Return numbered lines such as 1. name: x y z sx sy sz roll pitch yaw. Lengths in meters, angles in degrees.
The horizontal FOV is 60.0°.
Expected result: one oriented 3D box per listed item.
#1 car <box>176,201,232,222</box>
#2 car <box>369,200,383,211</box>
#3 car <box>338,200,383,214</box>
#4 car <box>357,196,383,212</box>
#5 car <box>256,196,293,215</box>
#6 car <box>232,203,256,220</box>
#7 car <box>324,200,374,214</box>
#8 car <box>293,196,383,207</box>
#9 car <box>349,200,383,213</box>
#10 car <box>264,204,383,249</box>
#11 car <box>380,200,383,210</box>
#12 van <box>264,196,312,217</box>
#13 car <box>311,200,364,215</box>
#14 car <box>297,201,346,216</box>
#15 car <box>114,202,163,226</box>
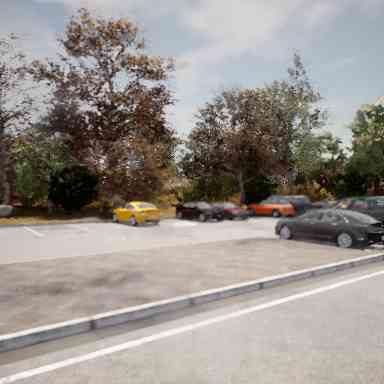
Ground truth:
1. car: 0.588 1.515 26.930 2.097 1.535 5.008 0 0 -35
2. car: 27.784 1.879 46.348 2.097 1.535 5.008 1 -1 -36
3. car: 21.004 1.806 41.468 2.163 1.488 4.792 1 0 -36
4. car: 25.534 1.591 44.710 2.435 2.045 5.566 1 0 -36
5. car: 7.413 1.462 31.752 2.185 1.767 4.553 1 0 -36
6. car: 2.859 1.577 28.545 2.002 1.452 4.674 1 0 -35
7. car: 18.725 1.744 39.867 2.097 1.535 5.008 1 0 -36
8. car: 8.162 1.265 16.295 2.435 2.045 5.566 1 0 -35
9. car: 23.235 1.838 43.135 2.163 1.488 4.792 1 0 -36
10. car: 5.900 1.500 14.641 2.231 1.521 4.892 0 0 -35
11. car: 29.946 1.954 47.898 2.002 1.452 4.674 1 -1 -36
12. van: 9.591 1.390 33.488 1.878 1.987 4.442 1 0 -36
13. car: 16.564 1.710 38.100 1.946 1.575 5.366 1 0 -36
14. car: 14.191 1.720 36.629 2.002 1.452 4.674 1 0 -36
15. car: -3.941 1.485 23.690 2.097 1.535 5.008 0 0 -35
